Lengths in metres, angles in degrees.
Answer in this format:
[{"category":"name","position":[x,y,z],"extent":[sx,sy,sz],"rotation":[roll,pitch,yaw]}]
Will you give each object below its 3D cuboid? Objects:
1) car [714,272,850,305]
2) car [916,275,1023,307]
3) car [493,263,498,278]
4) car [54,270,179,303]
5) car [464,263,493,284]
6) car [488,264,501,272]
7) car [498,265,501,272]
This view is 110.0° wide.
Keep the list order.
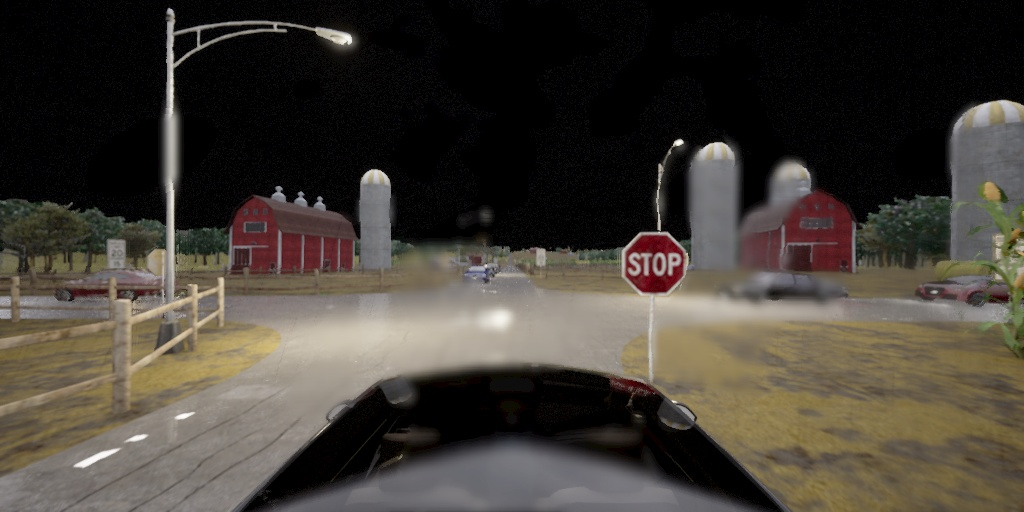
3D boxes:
[{"category":"car","position":[12.549,1.479,16.773],"extent":[5.357,1.411,2.033],"rotation":[0,0,-2]},{"category":"car","position":[21.810,1.581,16.800],"extent":[4.181,1.385,1.994],"rotation":[1,0,0]},{"category":"car","position":[-2.915,1.696,40.085],"extent":[1.994,1.385,4.181],"rotation":[0,-1,0]},{"category":"car","position":[-18.472,1.370,16.901],"extent":[4.674,1.442,1.812],"rotation":[0,0,0]},{"category":"car","position":[-2.901,1.551,30.433],"extent":[1.812,1.442,4.674],"rotation":[0,-1,0]},{"category":"car","position":[-2.876,1.996,59.775],"extent":[1.994,1.385,4.181],"rotation":[0,-1,1]},{"category":"car","position":[-2.923,1.768,49.787],"extent":[1.837,1.490,4.892],"rotation":[0,-1,0]}]
